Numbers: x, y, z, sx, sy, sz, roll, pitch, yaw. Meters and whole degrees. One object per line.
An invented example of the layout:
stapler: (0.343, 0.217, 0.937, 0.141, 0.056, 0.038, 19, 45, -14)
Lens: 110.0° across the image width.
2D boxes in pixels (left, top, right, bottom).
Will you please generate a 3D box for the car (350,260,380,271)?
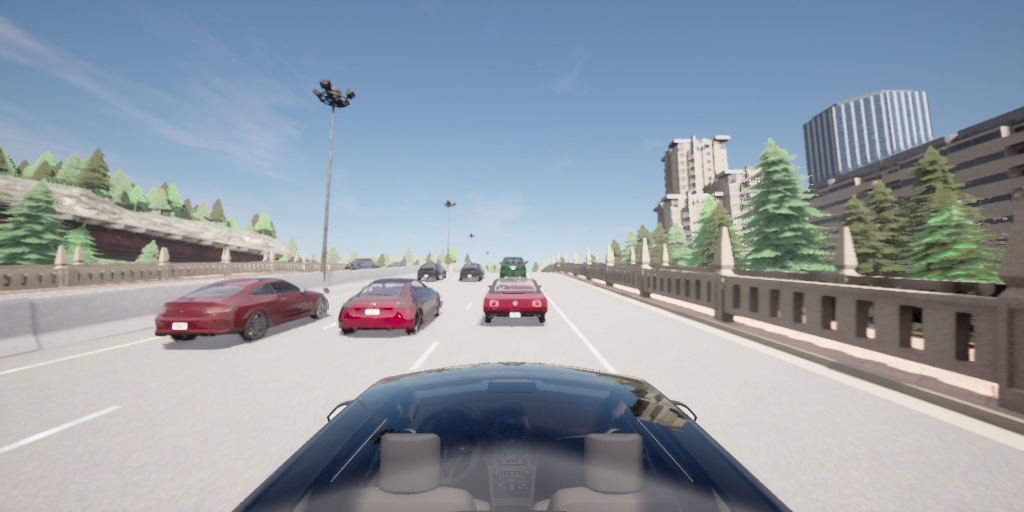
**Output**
car: (-17.599, 1.485, 43.964, 1.994, 1.385, 4.181, 0, -1, 0)

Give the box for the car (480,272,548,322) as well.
car: (0.097, 1.384, 12.364, 1.895, 1.301, 4.718, 0, 0, 0)

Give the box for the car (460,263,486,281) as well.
car: (-3.409, 1.353, 31.272, 1.837, 1.490, 4.892, 0, 0, 0)

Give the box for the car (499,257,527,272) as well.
car: (0.092, 1.067, 30.427, 2.150, 2.045, 5.566, 0, 0, 0)

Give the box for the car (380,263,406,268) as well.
car: (-14.100, 1.486, 43.967, 1.994, 1.385, 4.181, 0, -1, 0)

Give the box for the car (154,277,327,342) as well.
car: (-6.902, 1.300, 9.752, 1.812, 1.442, 4.674, 0, 0, 0)

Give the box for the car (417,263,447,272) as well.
car: (-6.909, 1.353, 31.277, 1.837, 1.490, 4.892, 0, 0, 0)

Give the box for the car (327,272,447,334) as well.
car: (-3.403, 1.342, 10.747, 1.994, 1.385, 4.181, 0, 0, 0)

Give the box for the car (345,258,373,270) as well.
car: (-21.079, 1.329, 50.090, 2.150, 2.045, 5.566, 0, -2, 0)
